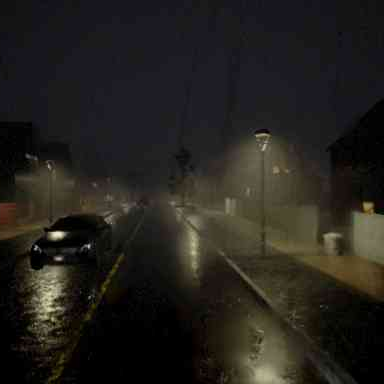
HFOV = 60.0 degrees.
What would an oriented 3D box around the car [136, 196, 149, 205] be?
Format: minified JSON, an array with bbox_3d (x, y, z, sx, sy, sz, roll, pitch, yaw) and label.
[{"bbox_3d":[-8.240,1.432,55.526,2.033,1.411,5.357,-1,0,-6],"label":"car"}]

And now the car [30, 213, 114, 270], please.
[{"bbox_3d":[-3.771,1.484,11.156,1.812,1.442,4.674,-1,0,-6],"label":"car"}]
